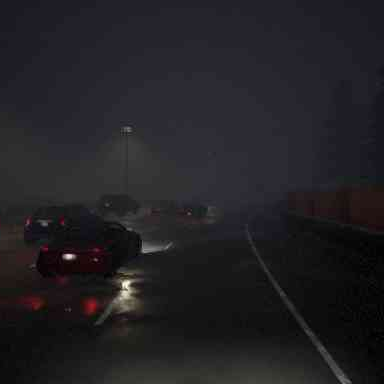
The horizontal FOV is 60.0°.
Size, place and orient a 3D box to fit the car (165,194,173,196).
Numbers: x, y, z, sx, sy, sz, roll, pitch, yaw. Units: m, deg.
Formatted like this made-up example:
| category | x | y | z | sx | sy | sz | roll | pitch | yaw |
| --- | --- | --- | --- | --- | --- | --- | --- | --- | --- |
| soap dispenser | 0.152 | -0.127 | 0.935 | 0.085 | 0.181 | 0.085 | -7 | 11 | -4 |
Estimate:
| category | x | y | z | sx | sy | sz | roll | pitch | yaw |
| --- | --- | --- | --- | --- | --- | --- | --- | --- | --- |
| car | -4.016 | 1.504 | 79.385 | 1.895 | 1.301 | 4.718 | 0 | 0 | 28 |

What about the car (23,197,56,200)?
| category | x | y | z | sx | sy | sz | roll | pitch | yaw |
| --- | --- | --- | --- | --- | --- | --- | --- | --- | --- |
| car | -18.725 | 1.497 | 42.537 | 1.837 | 1.490 | 4.892 | 0 | 0 | 15 |

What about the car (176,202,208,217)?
| category | x | y | z | sx | sy | sz | roll | pitch | yaw |
| --- | --- | --- | --- | --- | --- | --- | --- | --- | --- |
| car | 0.238 | 1.617 | 31.133 | 1.895 | 1.301 | 4.718 | 0 | 0 | 12 |

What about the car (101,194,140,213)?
| category | x | y | z | sx | sy | sz | roll | pitch | yaw |
| --- | --- | --- | --- | --- | --- | --- | --- | --- | --- |
| car | -6.827 | 1.227 | 31.566 | 2.150 | 2.045 | 5.566 | 0 | 0 | 12 |

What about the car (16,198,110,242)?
| category | x | y | z | sx | sy | sz | roll | pitch | yaw |
| --- | --- | --- | --- | --- | --- | --- | --- | --- | --- |
| car | -5.847 | 1.351 | 15.825 | 2.097 | 1.767 | 4.553 | 0 | 0 | 6 |

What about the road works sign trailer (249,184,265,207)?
| category | x | y | z | sx | sy | sz | roll | pitch | yaw |
| --- | --- | --- | --- | --- | --- | --- | --- | --- | --- |
| road works sign trailer | 10.650 | 0.509 | 53.457 | 2.380 | 3.560 | 2.880 | 0 | 0 | 24 |

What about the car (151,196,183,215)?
| category | x | y | z | sx | sy | sz | roll | pitch | yaw |
| --- | --- | --- | --- | --- | --- | --- | --- | --- | --- |
| car | -2.654 | 1.491 | 34.024 | 1.882 | 1.535 | 5.008 | 0 | 0 | 13 |

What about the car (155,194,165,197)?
| category | x | y | z | sx | sy | sz | roll | pitch | yaw |
| --- | --- | --- | --- | --- | --- | --- | --- | --- | --- |
| car | -6.238 | 1.300 | 82.607 | 2.128 | 1.511 | 4.902 | 0 | 0 | 28 |

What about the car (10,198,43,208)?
| category | x | y | z | sx | sy | sz | roll | pitch | yaw |
| --- | --- | --- | --- | --- | --- | --- | --- | --- | --- |
| car | -24.227 | 1.551 | 48.764 | 1.994 | 1.385 | 4.181 | 0 | 0 | 17 |

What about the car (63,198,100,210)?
| category | x | y | z | sx | sy | sz | roll | pitch | yaw |
| --- | --- | --- | --- | --- | --- | --- | --- | --- | --- |
| car | -14.639 | 1.546 | 44.366 | 2.033 | 1.411 | 5.357 | 0 | 0 | 16 |

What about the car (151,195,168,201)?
| category | x | y | z | sx | sy | sz | roll | pitch | yaw |
| --- | --- | --- | --- | --- | --- | --- | --- | --- | --- |
| car | -8.372 | 1.454 | 85.981 | 2.128 | 1.511 | 4.902 | 0 | 0 | 30 |

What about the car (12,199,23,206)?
| category | x | y | z | sx | sy | sz | roll | pitch | yaw |
| --- | --- | --- | --- | --- | --- | --- | --- | --- | --- |
| car | -21.681 | 1.494 | 44.979 | 1.837 | 1.490 | 4.892 | 0 | 0 | 16 |

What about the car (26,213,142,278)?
| category | x | y | z | sx | sy | sz | roll | pitch | yaw |
| --- | --- | --- | --- | --- | --- | --- | --- | --- | --- |
| car | -2.875 | 1.565 | 10.187 | 1.994 | 1.385 | 4.181 | 0 | 0 | 4 |
